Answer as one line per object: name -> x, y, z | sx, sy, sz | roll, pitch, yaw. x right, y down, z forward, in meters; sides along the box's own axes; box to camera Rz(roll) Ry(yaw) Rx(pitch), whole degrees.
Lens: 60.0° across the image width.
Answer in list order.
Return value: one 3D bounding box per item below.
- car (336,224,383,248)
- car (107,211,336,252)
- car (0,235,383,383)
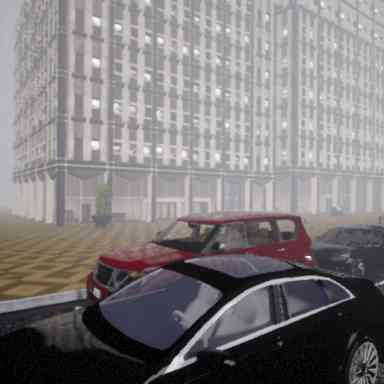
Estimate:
car -> 4.990, 1.682, 10.120 | 4.313, 1.339, 1.947 | 1, -1, -35
car -> 0.496, 1.366, 6.915 | 5.009, 1.841, 2.192 | 1, -1, -35
car -> 0.216, 1.516, 3.530 | 4.902, 1.511, 2.128 | 1, 0, -35
